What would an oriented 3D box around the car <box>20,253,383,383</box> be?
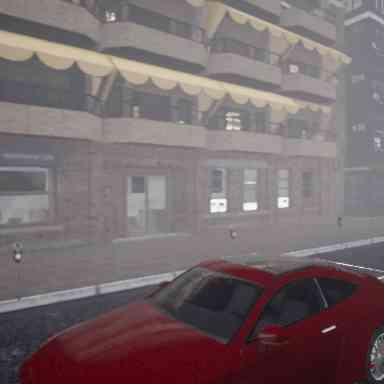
[{"bbox_3d":[0.614,1.518,3.804,4.674,1.442,1.812,0,0,-35],"label":"car"}]
